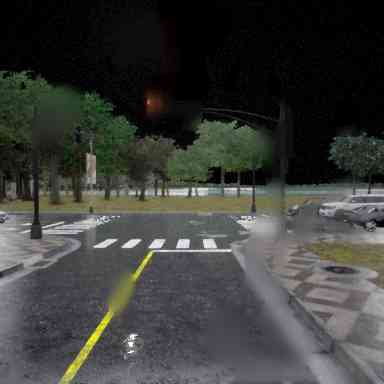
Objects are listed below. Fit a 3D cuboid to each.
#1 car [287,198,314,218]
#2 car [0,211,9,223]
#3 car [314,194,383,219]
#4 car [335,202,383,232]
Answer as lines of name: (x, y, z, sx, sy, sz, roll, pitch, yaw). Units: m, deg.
car: (10.887, 1.327, 29.588, 4.553, 1.767, 2.097, 0, 0, 0)
car: (-15.188, 1.522, 23.007, 4.674, 1.442, 1.812, 0, 0, 2)
car: (13.072, 1.212, 26.325, 5.566, 2.045, 2.150, 0, 0, 0)
car: (11.530, 1.514, 19.735, 4.902, 1.511, 2.128, 0, 0, 0)
